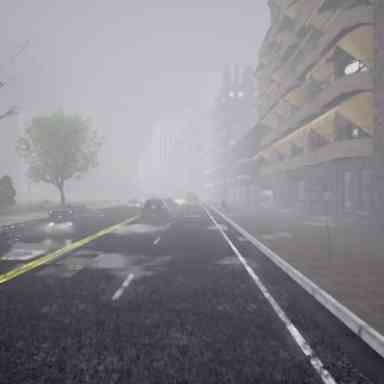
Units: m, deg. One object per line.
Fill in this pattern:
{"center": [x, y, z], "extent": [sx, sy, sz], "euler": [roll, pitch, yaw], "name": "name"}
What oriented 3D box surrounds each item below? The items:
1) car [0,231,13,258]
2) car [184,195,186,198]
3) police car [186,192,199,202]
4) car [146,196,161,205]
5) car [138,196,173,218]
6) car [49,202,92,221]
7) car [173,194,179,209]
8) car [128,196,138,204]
{"center": [-6.579, 1.521, 8.175], "extent": [2.033, 1.411, 5.357], "euler": [0, 0, 0], "name": "car"}
{"center": [-0.190, 1.067, 79.874], "extent": [2.150, 2.045, 5.566], "euler": [0, 0, -4], "name": "car"}
{"center": [0.351, 1.284, 69.882], "extent": [1.930, 1.638, 5.238], "euler": [0, 0, -3], "name": "police car"}
{"center": [-6.725, 1.415, 58.796], "extent": [2.033, 1.411, 5.357], "euler": [0, 0, -1], "name": "car"}
{"center": [-3.089, 1.283, 28.997], "extent": [2.097, 1.767, 4.553], "euler": [0, 0, 0], "name": "car"}
{"center": [-9.694, 1.529, 26.763], "extent": [1.895, 1.301, 4.718], "euler": [0, 0, 1], "name": "car"}
{"center": [-3.107, 1.425, 43.970], "extent": [1.812, 1.442, 4.674], "euler": [0, 0, 0], "name": "car"}
{"center": [-9.973, 1.411, 58.652], "extent": [2.033, 1.411, 5.357], "euler": [0, 0, -1], "name": "car"}
